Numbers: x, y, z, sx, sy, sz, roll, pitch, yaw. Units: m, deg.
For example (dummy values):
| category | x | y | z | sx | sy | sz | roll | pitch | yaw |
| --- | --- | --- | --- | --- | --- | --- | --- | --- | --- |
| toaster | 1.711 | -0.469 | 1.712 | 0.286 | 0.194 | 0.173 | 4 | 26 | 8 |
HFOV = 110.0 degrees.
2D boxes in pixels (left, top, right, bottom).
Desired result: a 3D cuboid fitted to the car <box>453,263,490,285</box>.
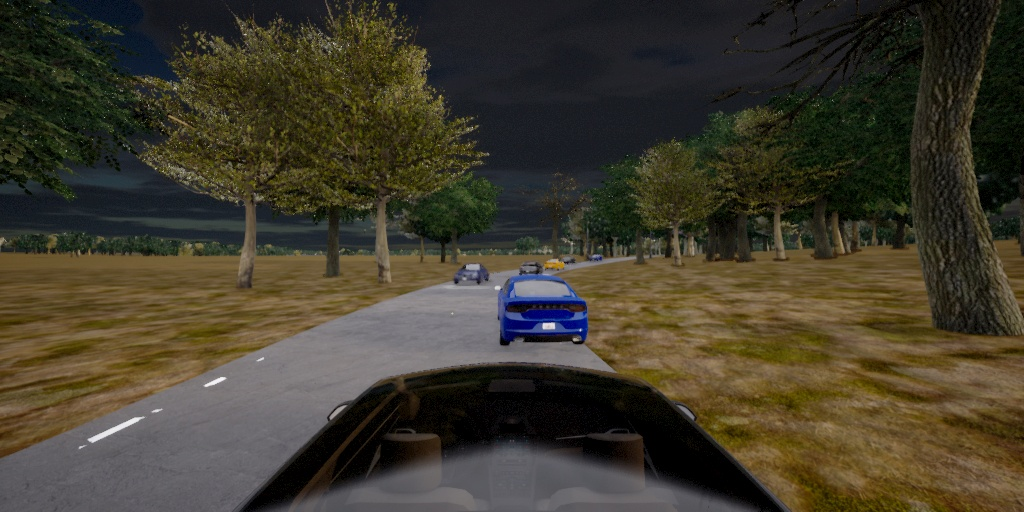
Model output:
| category | x | y | z | sx | sy | sz | roll | pitch | yaw |
| --- | --- | --- | --- | --- | --- | --- | --- | --- | --- |
| car | -2.889 | 1.270 | 26.311 | 1.812 | 1.442 | 4.674 | 0 | 0 | 7 |

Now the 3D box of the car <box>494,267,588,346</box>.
| category | x | y | z | sx | sy | sz | roll | pitch | yaw |
| --- | --- | --- | --- | --- | --- | --- | --- | --- | --- |
| car | 0.577 | 1.227 | 9.513 | 1.882 | 1.535 | 5.008 | 0 | 0 | -3 |

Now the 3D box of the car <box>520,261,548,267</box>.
| category | x | y | z | sx | sy | sz | roll | pitch | yaw |
| --- | --- | --- | --- | --- | --- | --- | --- | --- | --- |
| car | 2.008 | 1.231 | 35.879 | 2.128 | 1.511 | 4.902 | 0 | 0 | 12 |

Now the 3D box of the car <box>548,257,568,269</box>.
| category | x | y | z | sx | sy | sz | roll | pitch | yaw |
| --- | --- | --- | --- | --- | --- | --- | --- | --- | --- |
| car | 5.775 | 1.139 | 48.374 | 1.882 | 1.535 | 5.008 | 0 | 1 | 21 |
